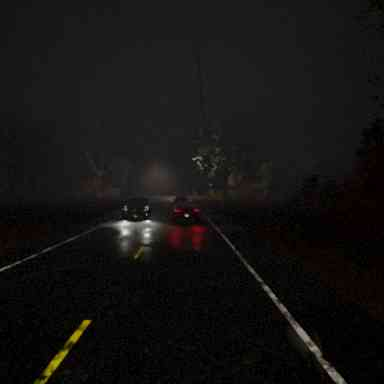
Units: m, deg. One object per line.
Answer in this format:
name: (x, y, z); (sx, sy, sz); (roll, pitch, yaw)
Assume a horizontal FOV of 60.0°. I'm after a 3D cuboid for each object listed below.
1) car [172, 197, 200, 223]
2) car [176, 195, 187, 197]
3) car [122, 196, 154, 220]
car: (-0.438, 1.345, 23.960); (1.812, 1.442, 4.674); (0, 0, -2)
car: (-1.341, 1.170, 40.987); (1.837, 1.490, 4.892); (0, 1, -4)
car: (-4.129, 1.156, 25.994); (2.097, 1.767, 4.553); (0, 0, -3)
